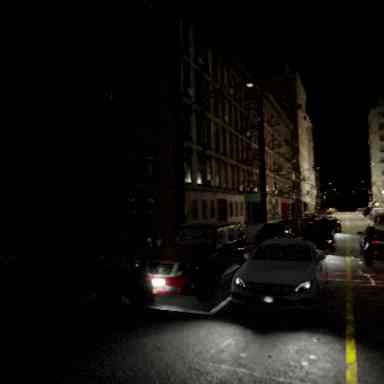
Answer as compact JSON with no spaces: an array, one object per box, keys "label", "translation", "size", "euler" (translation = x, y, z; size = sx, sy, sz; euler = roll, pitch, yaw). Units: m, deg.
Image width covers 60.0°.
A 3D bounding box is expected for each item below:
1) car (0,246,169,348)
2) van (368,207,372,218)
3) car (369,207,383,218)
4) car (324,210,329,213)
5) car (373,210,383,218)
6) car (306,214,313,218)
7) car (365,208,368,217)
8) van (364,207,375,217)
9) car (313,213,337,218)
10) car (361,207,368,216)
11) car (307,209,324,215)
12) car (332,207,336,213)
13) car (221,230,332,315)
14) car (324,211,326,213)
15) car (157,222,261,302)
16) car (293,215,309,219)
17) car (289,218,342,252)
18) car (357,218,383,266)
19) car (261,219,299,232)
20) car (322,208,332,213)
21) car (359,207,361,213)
[{"label":"car","translation":[-3.205,1.929,6.226],"size":[5.357,1.411,2.033],"euler":[1,1,-45]},{"label":"van","translation":[26.774,3.224,47.786],"size":[1.690,1.788,3.998],"euler":[-3,-3,25]},{"label":"car","translation":[24.374,3.109,42.639],"size":[1.967,1.590,4.097],"euler":[-3,-3,25]},{"label":"car","translation":[19.507,3.840,51.161],"size":[1.947,1.339,4.313],"euler":[-3,-3,25]},{"label":"car","translation":[21.974,3.001,37.493],"size":[1.887,1.381,4.507],"euler":[-3,-3,25]},{"label":"car","translation":[9.901,3.003,30.596],"size":[1.802,1.307,4.206],"euler":[-3,-3,25]},{"label":"car","translation":[29.183,3.646,52.916],"size":[2.008,1.369,4.403],"euler":[-3,-3,25]},{"label":"van","translation":[36.386,4.073,68.350],"size":[1.690,1.788,3.998],"euler":[-3,-3,25]},{"label":"car","translation":[12.302,2.868,29.701],"size":[1.994,1.385,4.181],"euler":[-3,-3,25]},{"label":"car","translation":[33.982,3.835,63.210],"size":[2.192,1.841,5.009],"euler":[-3,-3,25]},{"label":"car","translation":[14.700,3.288,40.886],"size":[1.967,1.590,4.097],"euler":[-3,-3,25]},{"label":"car","translation":[29.108,4.440,71.739],"size":[2.192,1.841,5.009],"euler":[-3,-3,25]},{"label":"car","translation":[2.501,1.959,8.779],"size":[1.812,1.442,4.674],"euler":[-3,-3,25]},{"label":"car","translation":[17.106,3.643,46.019],"size":[1.802,1.307,4.206],"euler":[-3,-3,25]},{"label":"car","translation":[0.286,1.880,10.047],"size":[2.192,1.841,5.009],"euler":[-3,-3,25]},{"label":"car","translation":[7.498,2.752,25.457],"size":[1.887,1.381,4.507],"euler":[-3,-3,25]},{"label":"car","translation":[6.980,2.381,18.372],"size":[2.033,1.411,5.357],"euler":[-3,-3,24]},{"label":"car","translation":[7.884,2.030,13.451],"size":[2.128,1.511,4.902],"euler":[-3,-3,24]},{"label":"car","translation":[5.096,2.560,20.315],"size":[1.947,1.339,4.313],"euler":[-3,-3,25]},{"label":"car","translation":[21.902,3.803,56.316],"size":[2.192,1.841,5.009],"euler":[-3,-3,25]},{"label":"car","translation":[38.788,4.259,73.492],"size":[2.192,1.841,5.009],"euler":[-3,-3,25]}]
